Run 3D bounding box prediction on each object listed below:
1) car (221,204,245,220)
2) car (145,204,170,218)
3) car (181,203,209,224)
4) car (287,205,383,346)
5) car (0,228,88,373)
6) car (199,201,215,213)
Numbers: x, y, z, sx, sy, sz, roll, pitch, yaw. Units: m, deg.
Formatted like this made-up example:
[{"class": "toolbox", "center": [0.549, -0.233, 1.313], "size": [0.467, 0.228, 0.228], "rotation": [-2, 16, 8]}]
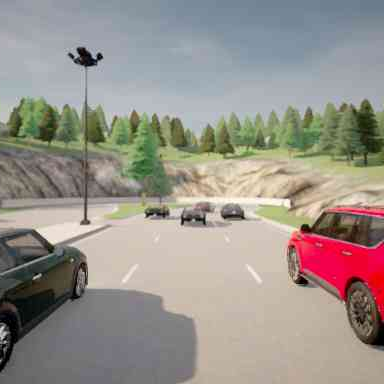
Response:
[{"class": "car", "center": [3.726, 1.762, 30.954], "size": [1.994, 1.385, 4.181], "rotation": [0, 0, 2]}, {"class": "car", "center": [-3.239, 1.806, 32.186], "size": [1.895, 1.301, 4.718], "rotation": [0, 0, 2]}, {"class": "car", "center": [0.125, 1.767, 26.047], "size": [1.895, 1.301, 4.718], "rotation": [0, 0, 1]}, {"class": "car", "center": [3.599, 1.264, 6.560], "size": [2.150, 2.045, 5.566], "rotation": [0, 0, 0]}, {"class": "car", "center": [-3.401, 1.389, 5.704], "size": [2.097, 1.767, 4.553], "rotation": [0, 0, 0]}, {"class": "car", "center": [1.589, 1.829, 41.647], "size": [1.994, 1.385, 4.181], "rotation": [0, 0, 13]}]
